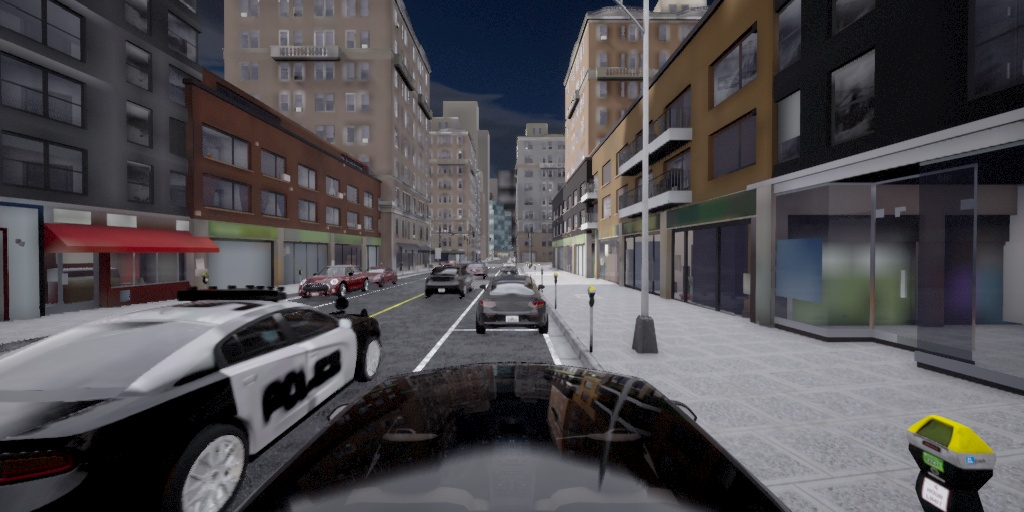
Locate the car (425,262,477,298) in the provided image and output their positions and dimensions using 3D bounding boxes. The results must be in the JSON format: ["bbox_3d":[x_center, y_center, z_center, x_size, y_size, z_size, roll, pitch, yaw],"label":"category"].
[{"bbox_3d":[-3.128,1.253,18.410,1.837,1.490,4.892,0,1,0],"label":"car"}]

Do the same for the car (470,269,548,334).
[{"bbox_3d":[0.003,1.273,10.502,1.812,1.442,4.674,0,0,0],"label":"car"}]

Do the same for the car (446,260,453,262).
[{"bbox_3d":[-8.814,1.267,51.546,1.888,1.381,4.507,0,0,0],"label":"car"}]

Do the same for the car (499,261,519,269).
[{"bbox_3d":[-0.273,1.287,34.789,2.007,1.370,4.403,0,0,0],"label":"car"}]

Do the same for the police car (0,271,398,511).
[{"bbox_3d":[-3.146,1.174,4.218,1.930,1.638,5.238,0,0,0],"label":"police car"}]

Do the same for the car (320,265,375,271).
[{"bbox_3d":[-8.815,1.185,18.031,1.967,1.591,4.097,0,0,0],"label":"car"}]

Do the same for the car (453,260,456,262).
[{"bbox_3d":[-6.153,1.272,48.439,2.033,1.411,5.357,0,0,0],"label":"car"}]

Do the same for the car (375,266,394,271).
[{"bbox_3d":[-8.815,1.325,23.617,1.802,1.307,4.207,0,0,0],"label":"car"}]

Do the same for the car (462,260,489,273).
[{"bbox_3d":[-3.139,1.286,32.444,2.033,1.411,5.357,0,0,0],"label":"car"}]
